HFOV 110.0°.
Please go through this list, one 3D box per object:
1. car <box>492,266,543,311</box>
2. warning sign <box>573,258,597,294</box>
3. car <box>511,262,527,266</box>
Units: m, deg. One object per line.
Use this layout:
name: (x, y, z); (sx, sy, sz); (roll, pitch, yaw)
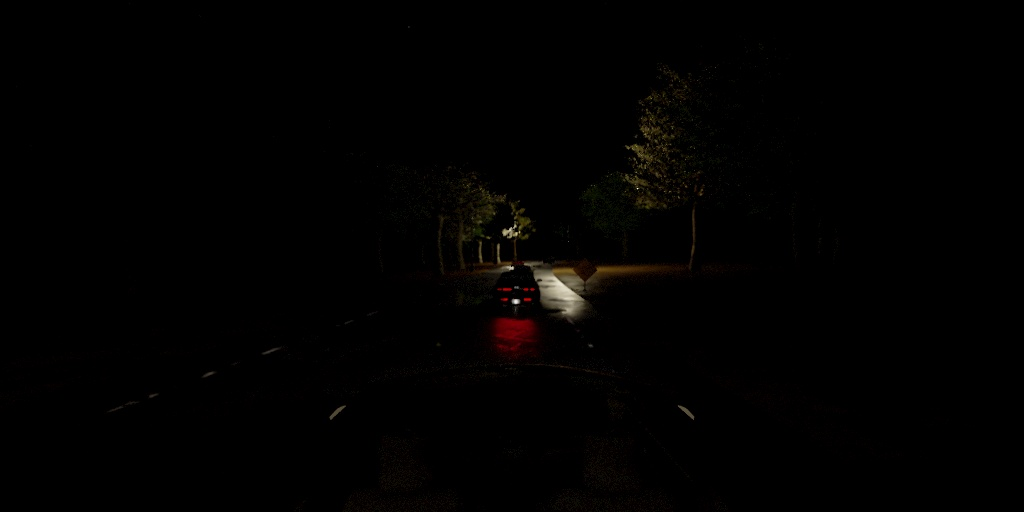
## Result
car: (0.233, 1.377, 15.260); (1.837, 1.490, 4.892); (0, 0, 2)
warning sign: (3.884, 1.019, 19.120); (1.300, 1.860, 1.060); (0, 0, 2)
car: (0.892, 1.506, 30.189); (1.837, 1.490, 4.892); (0, 0, 4)
